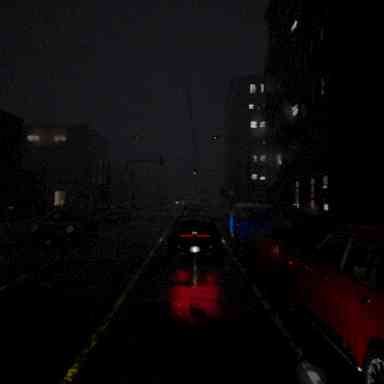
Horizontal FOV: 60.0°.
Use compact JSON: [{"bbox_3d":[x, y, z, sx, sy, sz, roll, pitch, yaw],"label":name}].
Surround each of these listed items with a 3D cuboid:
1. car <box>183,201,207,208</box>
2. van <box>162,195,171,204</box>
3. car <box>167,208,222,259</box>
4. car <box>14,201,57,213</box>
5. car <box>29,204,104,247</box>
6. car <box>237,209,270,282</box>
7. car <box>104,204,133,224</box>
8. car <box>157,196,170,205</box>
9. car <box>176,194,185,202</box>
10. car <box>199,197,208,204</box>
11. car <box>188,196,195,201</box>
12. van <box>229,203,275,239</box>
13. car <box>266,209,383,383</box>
[{"bbox_3d":[0.081,1.736,29.840,1.895,1.301,4.718,0,0,0],"label":"car"},{"bbox_3d":[-5.719,1.677,75.342,1.690,1.788,3.998,1,0,0],"label":"van"},{"bbox_3d":[0.090,1.564,12.866,1.837,1.490,4.892,0,0,0],"label":"car"},{"bbox_3d":[-19.326,1.798,41.262,4.507,1.381,1.887,0,-1,0],"label":"car"},{"bbox_3d":[-5.684,1.509,15.203,1.967,1.590,4.097,1,0,0],"label":"car"},{"bbox_3d":[2.699,1.485,9.794,1.967,1.590,4.097,1,0,0],"label":"car"},{"bbox_3d":[-5.694,1.668,26.017,2.008,1.369,4.403,1,0,0],"label":"car"},{"bbox_3d":[-5.792,1.831,63.972,1.887,1.381,4.507,1,0,0],"label":"car"},{"bbox_3d":[-3.055,1.622,88.928,2.150,2.045,5.566,0,0,0],"label":"car"},{"bbox_3d":[2.659,1.777,75.407,1.967,1.590,4.097,1,0,0],"label":"car"},{"bbox_3d":[-0.055,1.929,90.397,1.994,1.385,4.181,0,0,0],"label":"car"},{"bbox_3d":[2.697,1.411,15.201,1.690,1.788,3.998,1,0,0],"label":"van"},{"bbox_3d":[2.704,1.336,4.387,2.192,1.841,5.009,1,0,0],"label":"car"}]
